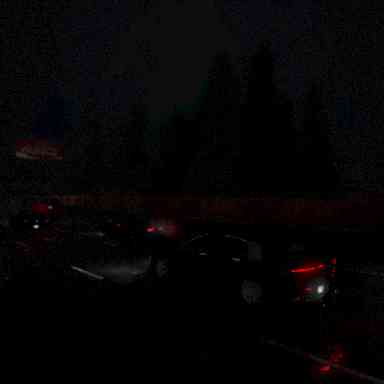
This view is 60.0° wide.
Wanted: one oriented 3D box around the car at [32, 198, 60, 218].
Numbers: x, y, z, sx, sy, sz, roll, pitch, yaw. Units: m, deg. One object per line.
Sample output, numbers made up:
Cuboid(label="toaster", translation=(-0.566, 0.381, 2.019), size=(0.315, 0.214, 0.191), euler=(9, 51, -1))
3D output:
Cuboid(label="car", translation=(-15.327, 1.632, 34.902), size=(2.150, 2.045, 5.566), euler=(2, -1, -32))

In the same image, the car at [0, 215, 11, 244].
Cuboid(label="car", translation=(-10.315, 1.720, 15.820), size=(1.895, 1.301, 4.718), euler=(2, -2, -39))

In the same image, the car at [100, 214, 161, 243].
Cuboid(label="car", translation=(-3.064, 1.869, 17.991), size=(2.033, 1.411, 5.357), euler=(2, -2, -40))

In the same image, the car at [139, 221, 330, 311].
Cuboid(label="car", translation=(0.908, 1.712, 8.456), size=(1.837, 1.490, 4.892), euler=(2, -2, -44))

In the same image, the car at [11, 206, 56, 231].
Cuboid(label="car", translation=(-10.932, 1.842, 22.284), size=(1.895, 1.301, 4.718), euler=(2, -1, -37))
